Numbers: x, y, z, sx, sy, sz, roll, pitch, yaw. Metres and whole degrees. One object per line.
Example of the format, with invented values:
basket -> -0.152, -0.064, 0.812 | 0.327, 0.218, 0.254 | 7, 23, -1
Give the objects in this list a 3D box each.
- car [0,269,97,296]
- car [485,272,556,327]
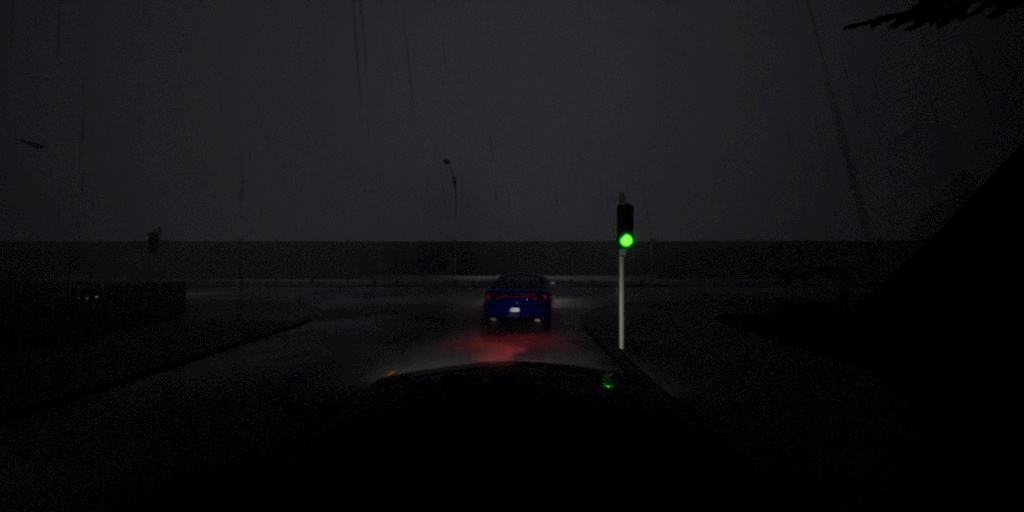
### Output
car -> -23.771, 1.372, 18.039 | 4.181, 1.385, 1.994 | 0, 0, 0
car -> 0.389, 1.263, 11.843 | 1.882, 1.535, 5.008 | 0, 0, 7
